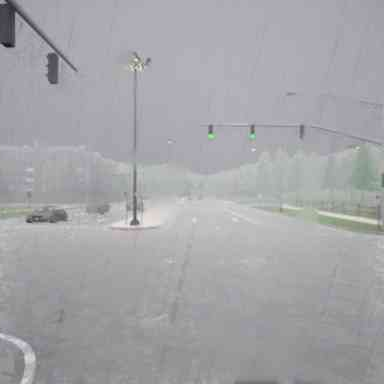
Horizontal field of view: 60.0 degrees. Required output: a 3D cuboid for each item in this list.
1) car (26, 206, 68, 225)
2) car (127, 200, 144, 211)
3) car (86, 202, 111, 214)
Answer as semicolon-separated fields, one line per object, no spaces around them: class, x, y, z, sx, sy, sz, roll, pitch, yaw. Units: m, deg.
car;-11.497;1.820;26.631;1.994;1.385;4.181;0;-1;0
car;-8.035;1.951;47.882;2.128;1.511;4.902;0;-1;1
car;-11.579;1.946;41.731;2.033;1.411;5.357;0;0;0
